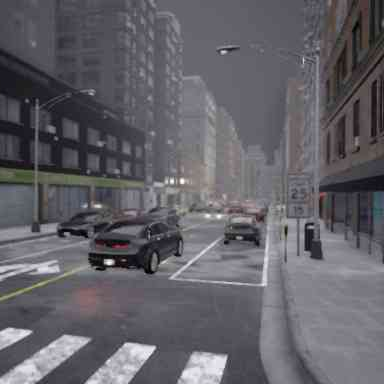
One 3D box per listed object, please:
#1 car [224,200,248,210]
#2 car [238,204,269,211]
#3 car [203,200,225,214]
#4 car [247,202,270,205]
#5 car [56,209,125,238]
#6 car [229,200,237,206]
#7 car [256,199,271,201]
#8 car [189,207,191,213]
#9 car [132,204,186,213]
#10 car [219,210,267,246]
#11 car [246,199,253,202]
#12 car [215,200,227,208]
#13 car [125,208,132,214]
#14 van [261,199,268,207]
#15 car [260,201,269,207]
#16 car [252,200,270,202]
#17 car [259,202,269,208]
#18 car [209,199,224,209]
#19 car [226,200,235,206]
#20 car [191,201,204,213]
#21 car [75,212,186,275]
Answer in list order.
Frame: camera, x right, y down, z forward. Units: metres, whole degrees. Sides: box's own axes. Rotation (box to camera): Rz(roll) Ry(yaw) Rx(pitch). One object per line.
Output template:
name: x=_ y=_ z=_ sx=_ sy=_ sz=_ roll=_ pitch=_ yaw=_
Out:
car: x=5.536 y=2.114 z=41.424 sx=1.837 sy=1.490 sz=4.892 roll=1 pitch=-1 yaw=13
car: x=5.178 y=1.970 z=27.723 sx=1.887 sy=1.381 sz=4.507 roll=0 pitch=-1 yaw=13
car: x=3.163 y=2.152 z=44.735 sx=1.812 sy=1.442 sz=4.674 roll=1 pitch=-1 yaw=14
car: x=7.775 y=2.145 z=38.743 sx=1.887 sy=1.381 sz=4.507 roll=0 pitch=-1 yaw=13
car: x=-5.716 y=1.751 z=18.660 sx=1.947 sy=1.339 sz=4.313 roll=0 pitch=-1 yaw=13
car: x=11.165 y=2.976 z=90.300 sx=1.887 sy=1.381 sz=4.507 roll=0 pitch=-1 yaw=13
car: x=11.670 y=2.324 z=55.275 sx=1.967 sy=1.590 sz=4.097 roll=0 pitch=-1 yaw=13
car: x=-1.857 y=1.960 z=35.028 sx=1.752 sy=1.417 sz=4.829 roll=0 pitch=-1 yaw=13
car: x=-2.100 y=1.782 z=22.781 sx=1.837 sy=1.490 sz=4.892 roll=1 pitch=-1 yaw=13
car: x=2.581 y=1.811 z=16.701 sx=2.008 sy=1.369 sz=4.403 roll=0 pitch=-1 yaw=13
car: x=7.864 y=2.134 z=51.537 sx=2.097 sy=1.767 sz=4.553 roll=1 pitch=-1 yaw=14
car: x=5.971 y=2.451 z=68.259 sx=1.967 sy=1.590 sz=4.097 roll=0 pitch=-1 yaw=13
car: x=-4.418 y=1.849 z=24.171 sx=1.802 sy=1.307 sz=4.206 roll=0 pitch=-1 yaw=13
van: x=18.162 y=2.739 z=82.829 sx=1.690 sy=1.788 sz=3.998 roll=0 pitch=-1 yaw=13
car: x=16.863 y=2.858 z=77.314 sx=1.947 sy=1.339 sz=4.313 roll=0 pitch=-1 yaw=13
car: x=10.371 y=2.353 z=49.763 sx=1.947 sy=1.339 sz=4.313 roll=0 pitch=-1 yaw=13
car: x=15.565 y=2.754 z=71.804 sx=1.947 sy=1.339 sz=4.313 roll=0 pitch=-1 yaw=13
car: x=4.673 y=2.224 z=62.749 sx=2.192 sy=1.841 sz=5.009 roll=0 pitch=-1 yaw=13
car: x=9.866 y=2.869 z=84.789 sx=1.887 sy=1.381 sz=4.507 roll=0 pitch=-1 yaw=13
car: x=0.777 y=2.184 z=46.213 sx=1.947 sy=1.339 sz=4.313 roll=0 pitch=-1 yaw=13
car: x=-1.651 y=1.648 z=11.179 sx=1.837 sy=1.490 sz=4.892 roll=1 pitch=-1 yaw=13
